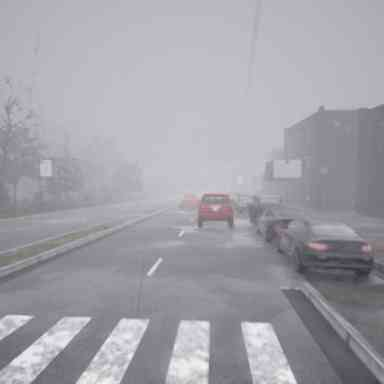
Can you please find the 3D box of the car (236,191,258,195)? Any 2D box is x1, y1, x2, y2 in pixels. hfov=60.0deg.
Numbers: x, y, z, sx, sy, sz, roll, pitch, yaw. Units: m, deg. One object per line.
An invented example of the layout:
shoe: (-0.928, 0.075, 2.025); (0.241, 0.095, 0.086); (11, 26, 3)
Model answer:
car: (5.839, 1.147, 37.844); (2.185, 1.767, 4.553); (0, 0, 4)

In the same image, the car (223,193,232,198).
car: (9.844, 0.936, 92.849); (2.231, 1.521, 4.892); (0, 0, 4)

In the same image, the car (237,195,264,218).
car: (5.430, 1.347, 32.238); (2.002, 1.452, 4.674); (0, 0, 4)

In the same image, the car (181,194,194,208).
car: (-0.188, 1.070, 43.166); (2.097, 1.767, 4.553); (0, 0, 4)

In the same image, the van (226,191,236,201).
van: (8.259, 0.843, 71.053); (1.878, 1.987, 4.442); (0, 0, 4)

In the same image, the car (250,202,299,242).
car: (4.230, 1.437, 15.739); (2.163, 1.488, 4.792); (0, 0, 4)

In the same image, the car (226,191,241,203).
car: (7.440, 0.886, 59.819); (2.435, 2.045, 5.566); (0, 0, 4)

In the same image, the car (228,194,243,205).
car: (7.045, 1.170, 54.402); (2.097, 1.535, 5.008); (0, 0, 4)

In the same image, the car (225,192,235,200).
car: (8.649, 0.910, 76.417); (2.185, 1.767, 4.553); (0, 0, 4)

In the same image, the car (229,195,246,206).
car: (6.644, 1.205, 48.891); (2.231, 1.521, 4.892); (0, 0, 4)

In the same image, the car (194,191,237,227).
car: (1.543, 1.092, 21.841); (2.150, 2.045, 5.566); (0, 0, 4)

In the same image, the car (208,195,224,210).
car: (2.931, 1.231, 40.926); (1.882, 1.535, 5.008); (0, 0, 4)

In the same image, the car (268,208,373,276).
car: (3.847, 1.482, 10.256); (2.002, 1.452, 4.674); (2, 0, 4)
